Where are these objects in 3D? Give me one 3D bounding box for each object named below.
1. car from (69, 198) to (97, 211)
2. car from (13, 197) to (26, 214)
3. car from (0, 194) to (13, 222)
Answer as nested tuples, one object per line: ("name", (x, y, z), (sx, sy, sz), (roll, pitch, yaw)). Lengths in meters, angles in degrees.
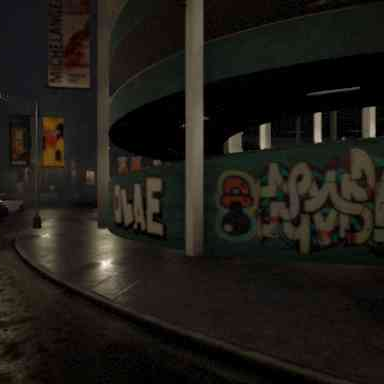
("car", (-12.977, 1.438, 40.642), (1.882, 1.535, 5.008), (0, 0, 12))
("car", (-18.198, 1.191, 31.658), (2.150, 2.045, 5.566), (0, 0, 5))
("car", (-14.461, 1.201, 22.510), (2.150, 2.045, 5.566), (0, 0, -9))
